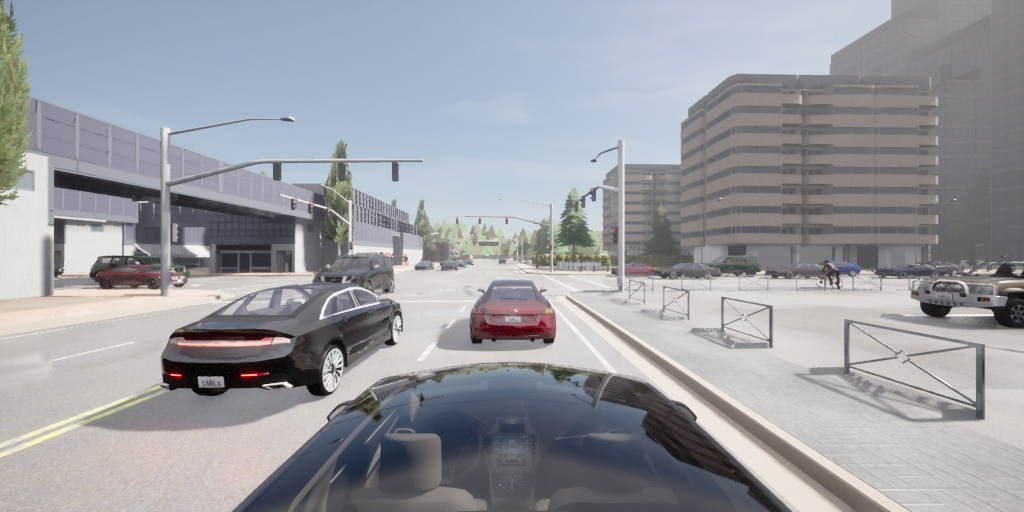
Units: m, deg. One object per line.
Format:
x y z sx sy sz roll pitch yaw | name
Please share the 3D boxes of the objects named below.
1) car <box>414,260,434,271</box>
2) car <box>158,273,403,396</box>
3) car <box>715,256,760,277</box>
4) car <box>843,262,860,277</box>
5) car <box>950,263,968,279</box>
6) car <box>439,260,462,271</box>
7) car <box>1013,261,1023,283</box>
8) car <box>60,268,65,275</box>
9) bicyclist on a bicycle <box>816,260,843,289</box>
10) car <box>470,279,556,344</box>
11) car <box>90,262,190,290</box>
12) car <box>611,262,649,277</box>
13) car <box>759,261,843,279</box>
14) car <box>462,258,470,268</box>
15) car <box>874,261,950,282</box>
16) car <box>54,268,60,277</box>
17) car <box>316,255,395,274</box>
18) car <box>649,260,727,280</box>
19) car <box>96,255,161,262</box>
-11.870 1.297 48.894 2.033 1.411 5.357 0 0 -2 | car
-3.475 1.242 6.564 2.128 1.511 4.902 0 0 0 | car
21.085 0.971 34.857 5.566 2.045 2.150 0 0 -2 | car
31.111 1.228 35.150 5.008 1.535 1.882 0 0 -2 | car
41.227 1.255 35.414 4.892 1.490 1.837 0 0 -1 | car
-8.369 1.314 48.935 1.994 1.385 4.181 0 0 -2 | car
43.298 1.314 28.363 4.181 1.385 1.994 0 0 -1 | car
-43.873 1.351 32.379 4.718 1.301 1.895 0 0 -1 | car
17.925 1.052 20.271 0.582 1.620 1.656 0 0 -2 | bicyclist on a bicycle
0.010 1.314 9.623 1.994 1.385 4.181 0 0 0 | car
-22.890 1.276 22.183 4.674 1.442 1.812 0 0 0 | car
11.742 1.314 34.576 4.181 1.385 1.994 0 0 -2 | car
25.302 1.297 31.479 5.357 1.411 2.033 0 0 -2 | car
-8.646 1.298 59.672 2.033 1.411 5.357 0 0 -1 | car
35.165 1.351 31.761 4.718 1.301 1.895 0 0 -2 | car
-35.811 1.102 25.364 4.553 1.767 2.097 0 0 -1 | car
-7.313 0.971 17.180 2.150 2.045 5.566 0 0 -1 | car
15.232 1.297 31.179 5.357 1.411 2.033 0 0 -2 | car
-26.447 0.971 25.579 5.566 2.045 2.150 0 0 -1 | car
